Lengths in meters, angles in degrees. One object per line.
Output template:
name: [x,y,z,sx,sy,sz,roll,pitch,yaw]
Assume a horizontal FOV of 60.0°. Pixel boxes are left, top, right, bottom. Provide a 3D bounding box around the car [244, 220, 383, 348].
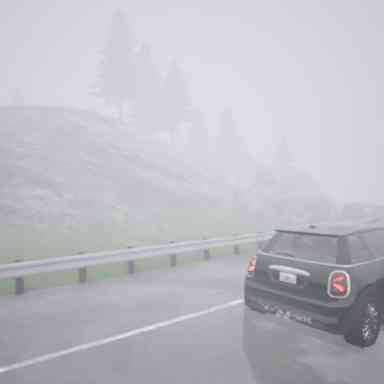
car: [3.135,1.371,6.616,4.553,1.767,2.097,0,0,-40]
